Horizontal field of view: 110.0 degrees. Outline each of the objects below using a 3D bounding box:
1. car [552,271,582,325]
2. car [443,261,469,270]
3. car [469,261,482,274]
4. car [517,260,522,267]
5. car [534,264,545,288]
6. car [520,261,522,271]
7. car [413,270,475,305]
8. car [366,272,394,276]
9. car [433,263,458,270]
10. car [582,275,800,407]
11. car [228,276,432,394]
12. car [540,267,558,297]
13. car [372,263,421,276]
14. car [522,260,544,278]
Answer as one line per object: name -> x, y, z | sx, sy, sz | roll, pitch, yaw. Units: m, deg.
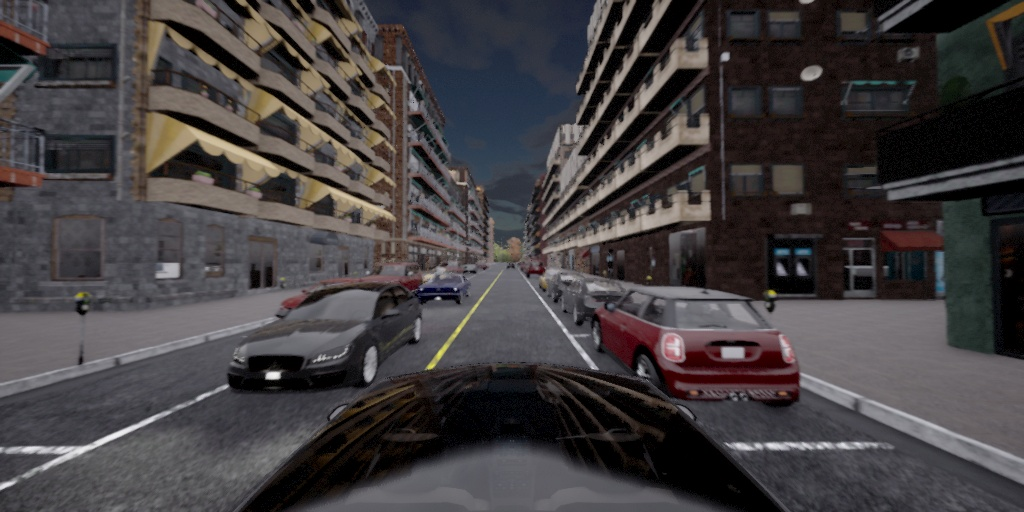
car -> 2.673, 1.392, 11.884 | 2.007, 1.370, 4.403 | 0, 0, 0
car -> -5.773, 1.414, 34.163 | 2.192, 1.841, 5.009 | 0, 0, 0
car -> -5.821, 1.837, 50.866 | 1.948, 1.339, 4.313 | 0, 0, 0
car -> 2.527, 1.670, 61.991 | 2.192, 1.841, 5.009 | 0, 0, 0
car -> 2.640, 1.479, 23.189 | 1.751, 1.417, 4.829 | 0, 0, 0
car -> 2.560, 1.790, 50.857 | 2.007, 1.370, 4.403 | 0, 0, 0
car -> -3.126, 1.520, 17.391 | 1.895, 1.301, 4.718 | 0, -1, 0
car -> -5.708, 1.419, 11.893 | 1.888, 1.381, 4.507 | 0, 0, 0
car -> -5.756, 1.568, 28.425 | 1.751, 1.417, 4.829 | 0, 0, 0
car -> 2.689, 1.226, 6.317 | 1.967, 1.591, 4.097 | 0, 0, 0
car -> -3.107, 1.320, 7.084 | 1.837, 1.490, 4.892 | 0, 0, 0
car -> 2.657, 1.448, 17.451 | 2.007, 1.370, 4.403 | 0, 0, 0
car -> -5.724, 1.244, 17.461 | 2.192, 1.841, 5.009 | 0, 0, 0
car -> 2.592, 1.439, 39.722 | 2.192, 1.841, 5.009 | 0, 0, 0
